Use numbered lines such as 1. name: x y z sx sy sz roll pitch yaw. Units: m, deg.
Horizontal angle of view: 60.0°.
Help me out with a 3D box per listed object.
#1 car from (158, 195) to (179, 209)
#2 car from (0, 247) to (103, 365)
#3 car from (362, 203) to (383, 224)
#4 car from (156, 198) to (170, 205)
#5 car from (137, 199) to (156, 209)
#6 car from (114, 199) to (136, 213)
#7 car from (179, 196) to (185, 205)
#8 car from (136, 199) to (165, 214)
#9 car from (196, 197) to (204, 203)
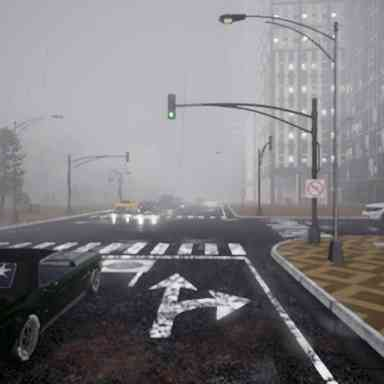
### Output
1. car: -3.697 1.417 49.528 2.150 2.045 5.566 0 0 5
2. car: -3.045 1.624 5.807 1.895 1.301 4.718 0 0 1
3. car: 14.821 1.154 22.806 5.566 2.045 2.150 0 0 5
4. car: -5.694 1.828 64.771 1.994 1.385 4.181 0 0 5
5. car: -6.869 1.801 50.665 1.895 1.301 4.718 0 0 5
6. car: -7.744 1.631 39.571 1.882 1.535 5.008 0 0 5
7. car: -2.495 1.613 64.073 2.097 1.767 4.553 0 0 5
8. car: -4.617 1.748 37.816 1.895 1.301 4.718 0 0 4
9. car: 1.941 1.870 78.411 2.033 1.411 5.357 0 0 5
